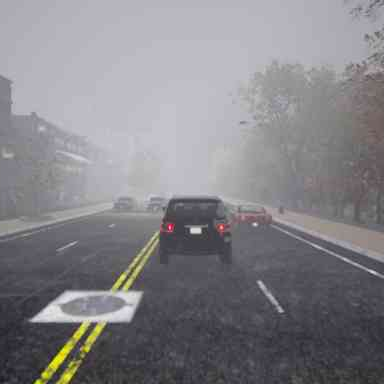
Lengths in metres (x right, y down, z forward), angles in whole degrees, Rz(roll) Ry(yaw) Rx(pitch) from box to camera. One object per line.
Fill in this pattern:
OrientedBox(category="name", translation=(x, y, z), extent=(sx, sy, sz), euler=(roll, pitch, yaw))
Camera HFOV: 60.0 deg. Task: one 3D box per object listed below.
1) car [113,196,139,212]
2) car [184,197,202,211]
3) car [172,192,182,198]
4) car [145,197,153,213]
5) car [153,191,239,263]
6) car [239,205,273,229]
OrientedBox(category="car", translation=(-6.599, 1.158, 33.503), extent=(1.882, 1.535, 5.008), euler=(0, 1, 0))
OrientedBox(category="car", translation=(0.095, 1.259, 35.733), extent=(1.895, 1.301, 4.718), euler=(0, 1, 0))
OrientedBox(category="car", translation=(-3.263, 0.678, 73.859), extent=(1.895, 1.301, 4.718), euler=(0, 1, 0))
OrientedBox(category="car", translation=(-3.348, 1.195, 32.457), extent=(1.837, 1.490, 4.892), euler=(0, 1, 0))
OrientedBox(category="car", translation=(0.099, 1.110, 11.597), extent=(2.150, 2.045, 5.566), euler=(0, 1, 0))
OrientedBox(category="car", translation=(3.346, 1.411, 19.823), extent=(1.895, 1.301, 4.718), euler=(0, 1, 0))
